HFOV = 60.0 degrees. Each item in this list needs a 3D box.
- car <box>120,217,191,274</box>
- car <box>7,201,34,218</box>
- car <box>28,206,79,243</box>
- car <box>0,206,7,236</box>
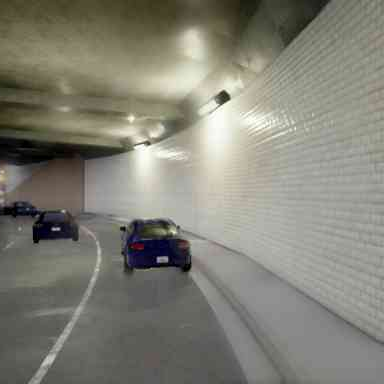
[{"bbox_3d":[-1.261,1.524,10.550,1.812,1.442,4.674,0,0,-13],"label":"car"},{"bbox_3d":[-15.755,1.563,30.332,2.033,1.411,5.357,0,0,-43],"label":"car"},{"bbox_3d":[-6.631,1.573,16.254,1.994,1.385,4.181,0,0,-22],"label":"car"},{"bbox_3d":[-9.875,1.485,14.939,1.882,1.535,5.008,0,0,-22],"label":"car"}]
